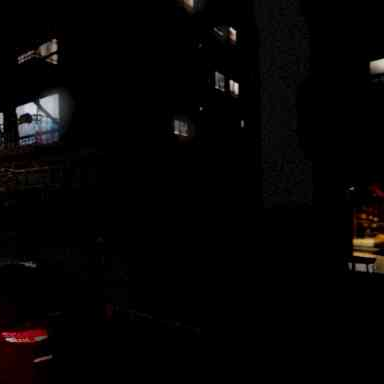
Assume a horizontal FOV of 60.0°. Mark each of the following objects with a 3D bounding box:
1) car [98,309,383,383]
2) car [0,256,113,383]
[{"bbox_3d":[1.754,1.540,1.728,4.507,1.381,1.887,-1,-1,36],"label":"car"},{"bbox_3d":[-2.896,1.640,4.957,4.206,1.307,1.802,-1,-1,36],"label":"car"}]
